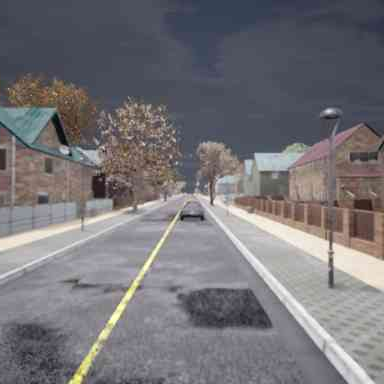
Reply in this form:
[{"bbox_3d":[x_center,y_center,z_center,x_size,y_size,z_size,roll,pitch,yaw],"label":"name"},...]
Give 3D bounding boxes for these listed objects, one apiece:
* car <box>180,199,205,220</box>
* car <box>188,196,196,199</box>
[{"bbox_3d":[0.035,1.548,27.735,1.994,1.385,4.181,0,0,1],"label":"car"},{"bbox_3d":[0.001,1.416,56.046,1.801,1.575,5.366,0,0,0],"label":"car"}]
